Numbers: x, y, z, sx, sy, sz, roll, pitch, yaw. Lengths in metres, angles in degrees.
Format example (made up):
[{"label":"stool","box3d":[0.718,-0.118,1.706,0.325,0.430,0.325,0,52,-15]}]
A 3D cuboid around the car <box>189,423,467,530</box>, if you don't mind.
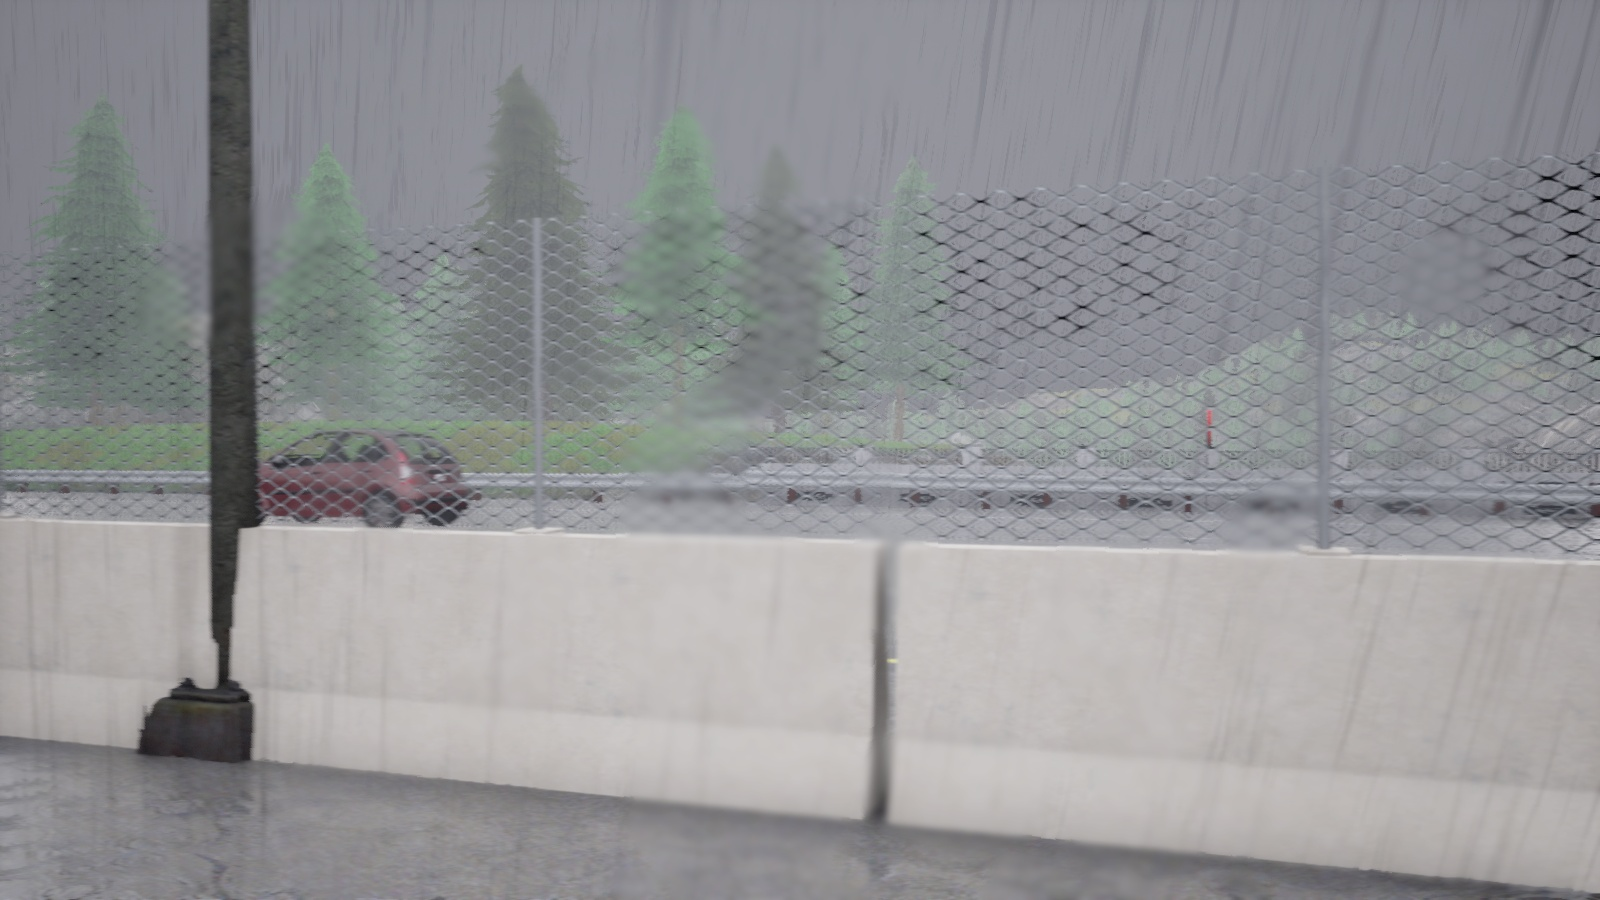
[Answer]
[{"label":"car","box3d":[-7.697,0.368,20.551,3.988,1.617,1.851,1,1,19]}]
